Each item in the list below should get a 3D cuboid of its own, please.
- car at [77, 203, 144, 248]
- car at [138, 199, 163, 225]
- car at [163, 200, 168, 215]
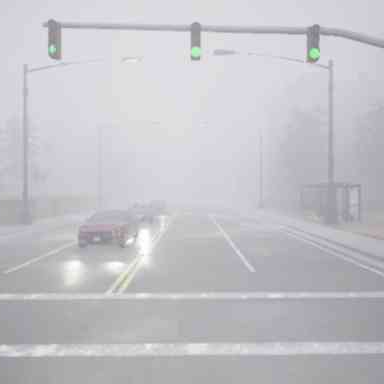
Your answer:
[{"bbox_3d":[-3.607,1.508,15.098,1.882,1.535,5.008,0,0,0],"label":"car"},{"bbox_3d":[-3.608,1.515,24.546,2.128,1.511,4.902,0,0,0],"label":"car"},{"bbox_3d":[-3.594,1.493,34.923,1.882,1.535,5.008,0,0,0],"label":"car"}]
